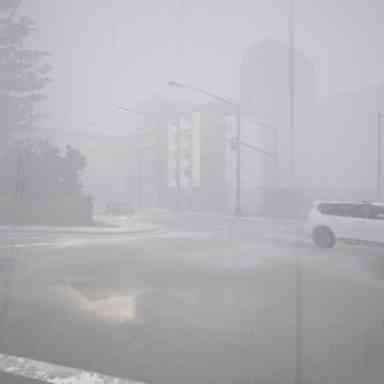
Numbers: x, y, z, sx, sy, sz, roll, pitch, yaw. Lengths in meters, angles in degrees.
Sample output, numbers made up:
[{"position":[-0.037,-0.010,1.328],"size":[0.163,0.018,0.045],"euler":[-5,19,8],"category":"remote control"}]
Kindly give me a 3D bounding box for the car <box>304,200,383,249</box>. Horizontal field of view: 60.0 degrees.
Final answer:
[{"position":[7.190,1.359,13.197],"size":[2.150,2.045,5.566],"euler":[1,0,-35],"category":"car"}]

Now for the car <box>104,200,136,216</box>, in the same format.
[{"position":[-7.393,1.655,33.949],"size":[1.837,1.490,4.892],"euler":[1,0,-35],"category":"car"}]
